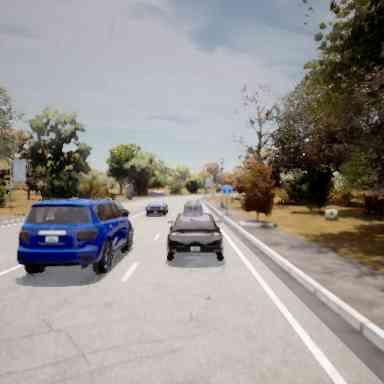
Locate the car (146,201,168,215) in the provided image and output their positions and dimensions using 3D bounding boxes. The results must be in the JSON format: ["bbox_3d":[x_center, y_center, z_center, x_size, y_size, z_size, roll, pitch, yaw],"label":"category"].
[{"bbox_3d":[-3.398,1.580,33.225,1.895,1.301,4.718,0,0,0],"label":"car"}]

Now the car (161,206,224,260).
[{"bbox_3d":[0.101,1.497,12.457,2.128,1.511,4.902,0,0,0],"label":"car"}]

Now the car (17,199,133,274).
[{"bbox_3d":[-3.399,1.227,10.754,2.150,2.045,5.566,0,0,0],"label":"car"}]

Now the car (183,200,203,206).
[{"bbox_3d":[0.101,1.528,32.820,2.033,1.411,5.357,0,0,0],"label":"car"}]

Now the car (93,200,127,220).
[{"bbox_3d":[-7.092,1.516,29.337,1.812,1.442,4.674,0,0,0],"label":"car"}]

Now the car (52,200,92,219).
[{"bbox_3d":[-10.598,1.514,29.749,1.812,1.442,4.674,0,0,0],"label":"car"}]
